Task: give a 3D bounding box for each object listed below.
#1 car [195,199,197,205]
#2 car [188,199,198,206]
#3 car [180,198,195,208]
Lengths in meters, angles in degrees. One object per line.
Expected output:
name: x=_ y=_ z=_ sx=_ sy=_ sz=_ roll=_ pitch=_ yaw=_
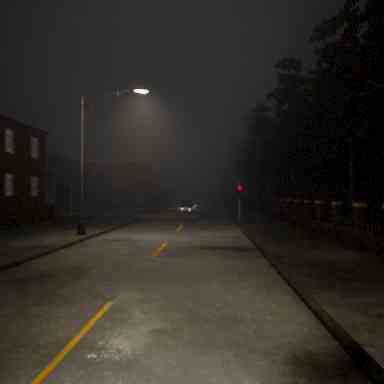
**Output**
car: x=-0.336 y=2.080 z=68.119 sx=1.837 sy=1.490 sz=4.892 roll=0 pitch=0 yaw=3
car: x=0.239 y=2.410 z=78.507 sx=2.128 sy=1.511 sz=4.902 roll=0 pitch=0 yaw=3
car: x=-0.961 y=2.054 z=57.985 sx=1.994 sy=1.385 sz=4.181 roll=0 pitch=0 yaw=3
